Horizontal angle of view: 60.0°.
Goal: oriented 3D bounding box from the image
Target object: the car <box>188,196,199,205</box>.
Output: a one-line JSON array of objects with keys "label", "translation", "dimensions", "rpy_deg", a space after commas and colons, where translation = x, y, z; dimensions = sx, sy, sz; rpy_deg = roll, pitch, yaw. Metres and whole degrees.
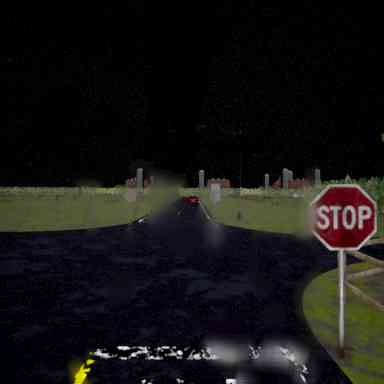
[{"label": "car", "translation": [0.224, 1.442, 59.982], "dimensions": [1.882, 1.535, 5.008], "rpy_deg": [0, 0, 0]}]

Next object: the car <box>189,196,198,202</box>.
[{"label": "car", "translation": [0.263, 1.455, 70.433], "dimensions": [1.895, 1.301, 4.718], "rpy_deg": [0, 0, 0]}]
